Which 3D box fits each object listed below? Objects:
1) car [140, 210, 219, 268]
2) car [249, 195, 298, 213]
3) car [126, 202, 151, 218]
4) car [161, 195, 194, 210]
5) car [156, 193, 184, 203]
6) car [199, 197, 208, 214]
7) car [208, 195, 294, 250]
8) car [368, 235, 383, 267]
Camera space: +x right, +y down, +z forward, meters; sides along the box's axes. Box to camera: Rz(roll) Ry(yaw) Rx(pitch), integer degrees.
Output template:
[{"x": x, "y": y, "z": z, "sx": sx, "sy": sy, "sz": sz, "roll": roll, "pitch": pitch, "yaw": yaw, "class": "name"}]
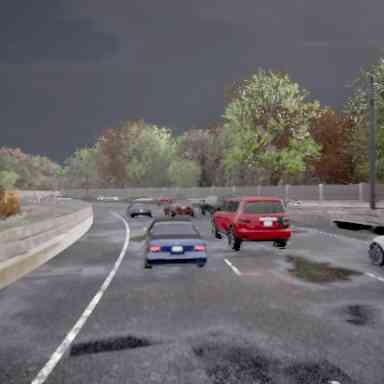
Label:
[{"x": -0.680, "y": 1.572, "z": 11.360, "sx": 2.033, "sy": 1.411, "sz": 5.357, "roll": 0, "pitch": 0, "yaw": -7, "class": "car"}, {"x": 8.413, "y": 1.220, "z": 34.799, "sx": 2.097, "sy": 1.767, "sz": 4.553, "roll": 0, "pitch": 0, "yaw": -45, "class": "car"}, {"x": -5.079, "y": 1.645, "z": 31.500, "sx": 1.994, "sy": 1.385, "sz": 4.181, "roll": 0, "pitch": 0, "yaw": -17, "class": "car"}, {"x": -1.334, "y": 1.418, "z": 31.164, "sx": 2.097, "sy": 1.767, "sz": 4.553, "roll": 0, "pitch": 0, "yaw": -16, "class": "car"}, {"x": -3.055, "y": 1.161, "z": 48.406, "sx": 2.150, "sy": 2.045, "sz": 5.566, "roll": 0, "pitch": 0, "yaw": -36, "class": "car"}, {"x": 2.415, "y": 1.272, "z": 30.955, "sx": 2.150, "sy": 2.045, "sz": 5.566, "roll": 0, "pitch": 0, "yaw": -16, "class": "car"}, {"x": 2.389, "y": 1.241, "z": 14.668, "sx": 2.150, "sy": 2.045, "sz": 5.566, "roll": 0, "pitch": 0, "yaw": -8, "class": "car"}, {"x": 6.545, "y": 1.517, "z": 8.519, "sx": 1.812, "sy": 1.442, "sz": 4.674, "roll": 0, "pitch": 0, "yaw": -4, "class": "car"}]
